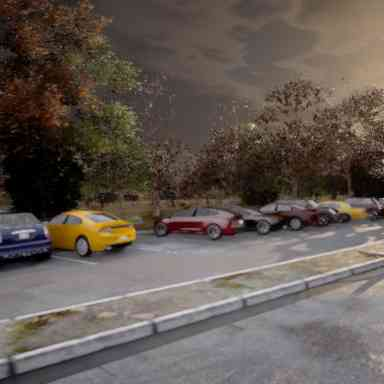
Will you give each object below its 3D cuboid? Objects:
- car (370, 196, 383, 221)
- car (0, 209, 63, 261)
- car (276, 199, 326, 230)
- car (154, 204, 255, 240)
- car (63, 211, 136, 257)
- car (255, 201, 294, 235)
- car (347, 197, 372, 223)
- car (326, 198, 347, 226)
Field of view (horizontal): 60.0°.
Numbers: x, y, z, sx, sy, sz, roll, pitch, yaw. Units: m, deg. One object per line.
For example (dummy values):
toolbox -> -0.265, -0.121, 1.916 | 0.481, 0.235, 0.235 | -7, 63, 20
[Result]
car -> 12.102, 1.180, 25.506 | 4.553, 1.767, 2.185 | -1, 0, 32
car -> -6.803, 1.376, 11.217 | 4.553, 1.767, 2.185 | -1, 0, 34
car -> 5.075, 1.379, 20.058 | 5.008, 1.535, 2.097 | -1, 0, 33
car -> 0.314, 1.458, 16.508 | 4.792, 1.488, 2.163 | -1, 0, 33
car -> -4.421, 1.477, 12.969 | 5.008, 1.535, 2.097 | -1, 0, 34
car -> 2.743, 1.433, 18.258 | 4.792, 1.488, 2.163 | -1, -1, 33
car -> 9.595, 1.331, 23.786 | 5.366, 1.575, 1.946 | -1, 0, 32
car -> 7.392, 1.230, 21.891 | 4.553, 1.767, 2.185 | -1, -1, 33
